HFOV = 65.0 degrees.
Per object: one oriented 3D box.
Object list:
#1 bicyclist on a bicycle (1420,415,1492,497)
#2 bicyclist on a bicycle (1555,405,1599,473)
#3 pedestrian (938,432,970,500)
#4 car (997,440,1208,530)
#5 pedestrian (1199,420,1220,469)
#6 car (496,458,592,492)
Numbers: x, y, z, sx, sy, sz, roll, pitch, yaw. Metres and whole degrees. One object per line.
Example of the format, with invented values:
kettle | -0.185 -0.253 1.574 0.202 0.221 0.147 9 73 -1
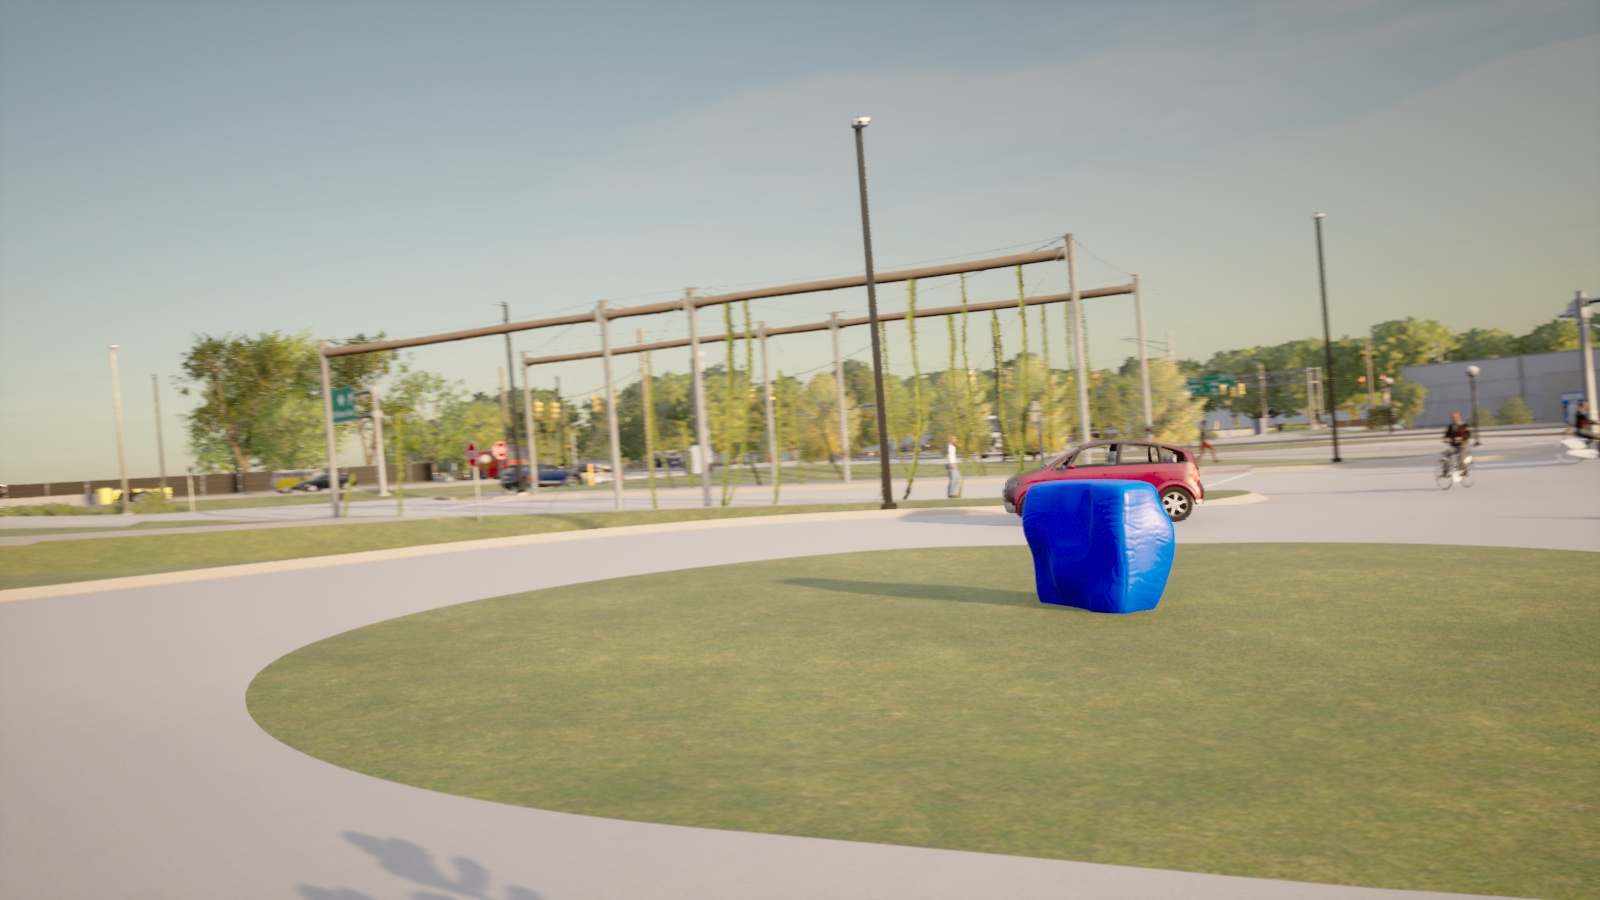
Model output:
bicyclist on a bicycle | 14.844 0.125 28.407 1.843 1.776 0.659 -2 -1 -38
bicyclist on a bicycle | 22.054 -0.336 34.687 1.843 1.776 0.659 -5 -1 18
pedestrian | 4.310 0.454 35.137 0.706 1.836 0.354 -4 0 21
car | 5.685 0.658 23.989 3.705 1.549 1.789 -2 0 8
pedestrian | 15.840 -0.201 48.589 0.614 1.847 0.353 -4 0 23
car | -14.380 1.408 70.781 4.856 1.649 2.033 -2 -1 -42
